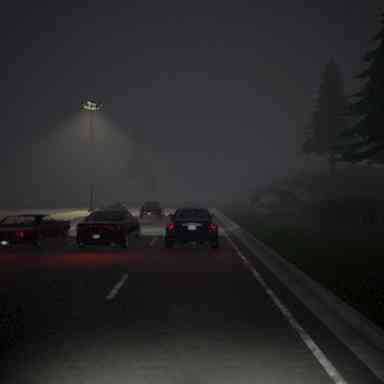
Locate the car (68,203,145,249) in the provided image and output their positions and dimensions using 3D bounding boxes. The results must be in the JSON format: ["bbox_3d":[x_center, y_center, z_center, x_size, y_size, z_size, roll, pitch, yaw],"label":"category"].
[{"bbox_3d":[-3.500,1.482,14.650,1.882,1.535,5.008,0,0,0],"label":"car"}]

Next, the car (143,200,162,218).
[{"bbox_3d":[-3.500,1.514,29.650,1.837,1.490,4.892,0,0,0],"label":"car"}]

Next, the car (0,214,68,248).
[{"bbox_3d":[-7.000,1.613,14.680,1.895,1.301,4.718,0,0,0],"label":"car"}]

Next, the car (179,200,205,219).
[{"bbox_3d":[0.000,1.493,29.650,2.128,1.511,4.902,0,0,0],"label":"car"}]

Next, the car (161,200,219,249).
[{"bbox_3d":[0.000,1.363,14.620,2.097,1.767,4.553,0,0,0],"label":"car"}]
